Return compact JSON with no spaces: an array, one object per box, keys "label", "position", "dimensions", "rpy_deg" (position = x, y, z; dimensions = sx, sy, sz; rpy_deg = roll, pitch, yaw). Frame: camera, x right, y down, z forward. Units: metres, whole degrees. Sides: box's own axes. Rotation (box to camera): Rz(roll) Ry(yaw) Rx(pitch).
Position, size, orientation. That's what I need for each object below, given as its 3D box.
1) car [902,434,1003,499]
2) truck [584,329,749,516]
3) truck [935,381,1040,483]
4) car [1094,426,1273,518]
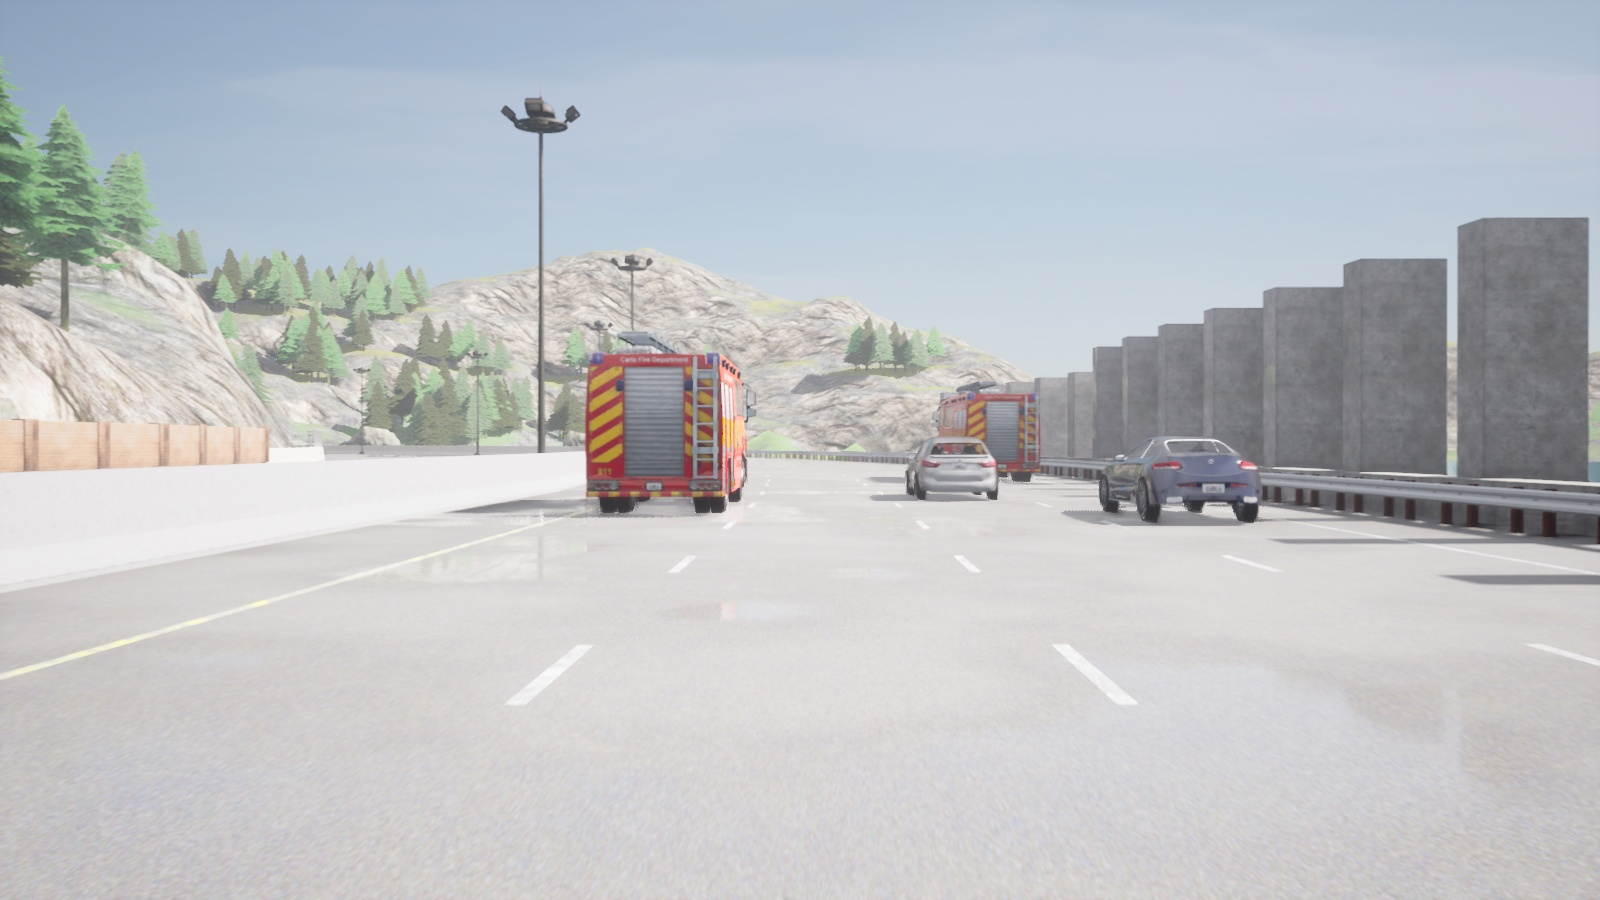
[{"label":"car","position":[4.134,0.400,34.738],"dimensions":[2.242,1.667,4.611],"rpy_deg":[0,0,0]},{"label":"truck","position":[-2.905,-0.590,29.949],"dimensions":[2.891,3.827,8.468],"rpy_deg":[0,0,1]},{"label":"truck","position":[7.469,-0.700,51.227],"dimensions":[2.891,3.827,8.468],"rpy_deg":[0,0,-1]},{"label":"car","position":[7.523,0.389,25.251],"dimensions":[2.152,1.651,5.027],"rpy_deg":[0,0,1]}]
